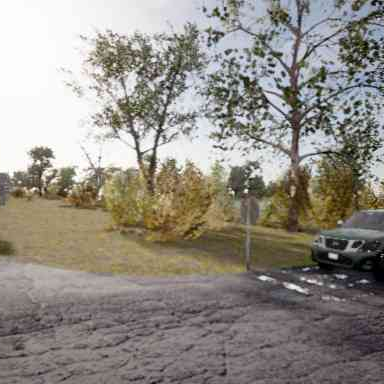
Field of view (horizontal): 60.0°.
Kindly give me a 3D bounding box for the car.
[{"bbox_3d":[6.445,1.589,11.075,5.566,2.045,2.150,2,-1,-32],"label":"car"}]
